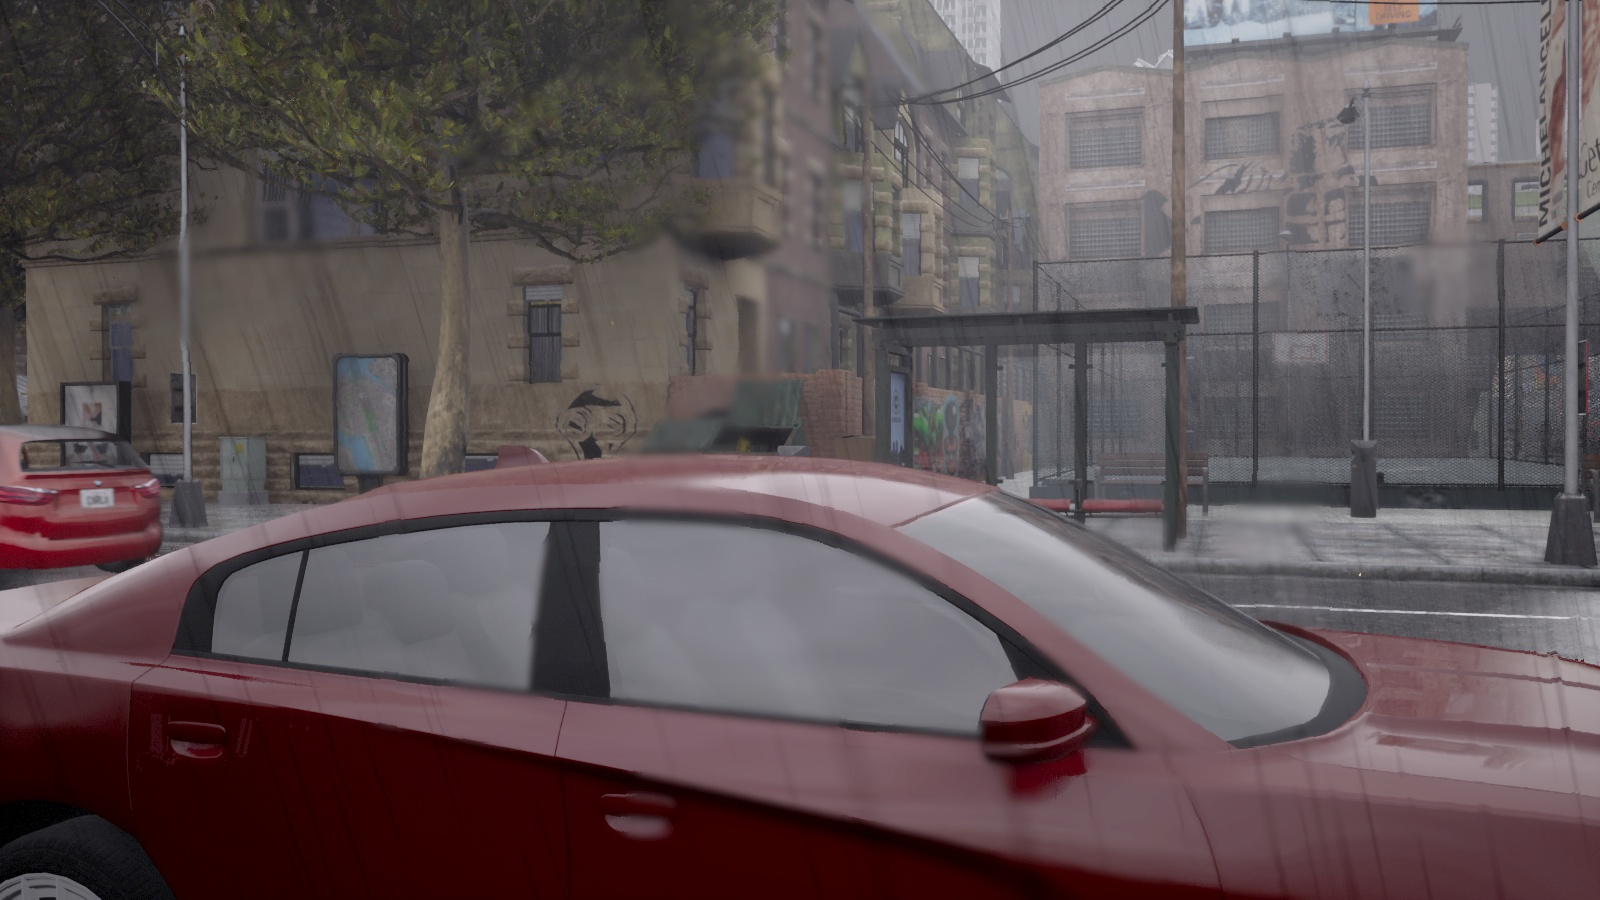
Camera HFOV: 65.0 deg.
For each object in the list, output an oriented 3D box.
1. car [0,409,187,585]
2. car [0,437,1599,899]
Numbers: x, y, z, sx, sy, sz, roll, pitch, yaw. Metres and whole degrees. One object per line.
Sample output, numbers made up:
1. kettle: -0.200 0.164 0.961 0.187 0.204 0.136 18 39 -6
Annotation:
1. car: -9.362 0.416 13.627 4.611 1.667 2.242 0 1 18
2. car: 0.027 0.754 3.152 5.008 1.535 1.882 1 1 18
